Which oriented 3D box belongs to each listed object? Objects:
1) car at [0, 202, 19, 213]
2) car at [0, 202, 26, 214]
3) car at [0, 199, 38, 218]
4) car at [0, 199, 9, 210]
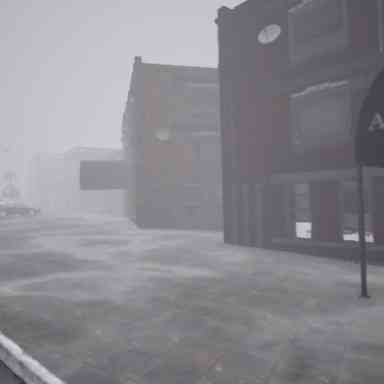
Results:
[{"bbox_3d":[-26.821,2.091,46.166,2.002,1.452,4.674,-1,-1,35],"label":"car"},{"bbox_3d":[-23.442,1.991,41.370,2.002,1.452,4.674,-1,-1,35],"label":"car"},{"bbox_3d":[-18.381,1.801,34.177,2.231,1.521,4.892,-1,-1,35],"label":"car"},{"bbox_3d":[-33.562,2.128,55.784,2.185,1.767,4.553,-1,-1,35],"label":"car"}]
